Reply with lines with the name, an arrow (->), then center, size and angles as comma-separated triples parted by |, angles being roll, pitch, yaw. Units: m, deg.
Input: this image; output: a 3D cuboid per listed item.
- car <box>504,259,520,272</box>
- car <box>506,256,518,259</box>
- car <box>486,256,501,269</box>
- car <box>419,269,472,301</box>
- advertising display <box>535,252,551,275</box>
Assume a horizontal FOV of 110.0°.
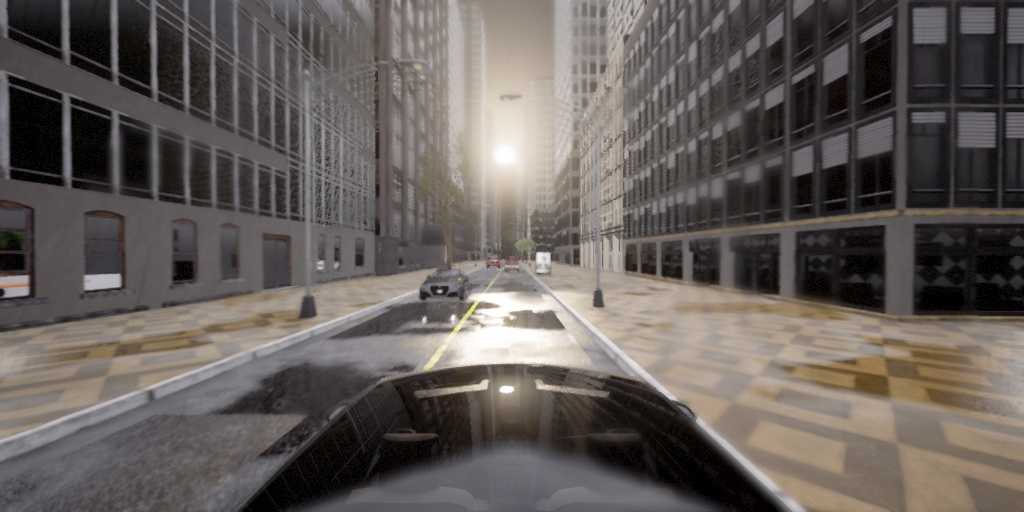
car -> 0.010, 1.374, 46.197 | 1.895, 1.301, 4.718 | 0, 0, 0
car -> -0.001, 1.007, 56.465 | 2.150, 2.045, 5.566 | 0, 0, 0
car -> -3.026, 1.032, 58.829 | 2.150, 2.045, 5.566 | 0, 0, 1
car -> -3.094, 1.317, 17.329 | 1.994, 1.385, 4.181 | 0, 0, 0
advertising display -> 3.134, 0.788, 35.922 | 1.540, 2.440, 0.280 | 0, 0, 0
